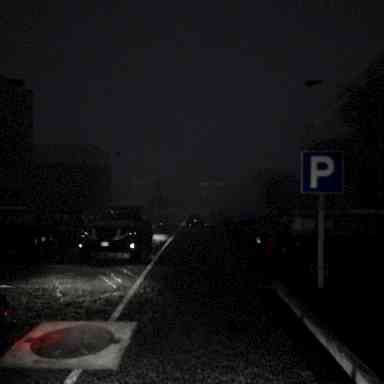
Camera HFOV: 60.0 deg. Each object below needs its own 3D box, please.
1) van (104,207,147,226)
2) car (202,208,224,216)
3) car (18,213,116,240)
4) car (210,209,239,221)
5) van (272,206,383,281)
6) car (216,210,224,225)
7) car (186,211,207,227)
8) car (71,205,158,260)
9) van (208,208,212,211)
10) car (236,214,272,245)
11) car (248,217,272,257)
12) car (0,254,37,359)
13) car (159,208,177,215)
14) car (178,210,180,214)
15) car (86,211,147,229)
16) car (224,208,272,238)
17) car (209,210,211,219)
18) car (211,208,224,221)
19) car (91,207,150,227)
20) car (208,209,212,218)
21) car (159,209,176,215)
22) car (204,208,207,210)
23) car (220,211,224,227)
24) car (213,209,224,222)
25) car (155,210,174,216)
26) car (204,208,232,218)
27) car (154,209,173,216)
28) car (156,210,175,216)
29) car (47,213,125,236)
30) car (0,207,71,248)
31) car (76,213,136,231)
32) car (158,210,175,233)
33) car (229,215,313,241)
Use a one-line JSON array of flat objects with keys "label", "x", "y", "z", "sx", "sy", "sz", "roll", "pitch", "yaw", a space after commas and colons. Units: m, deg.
[{"label": "van", "x": -7.435, "y": 2.727, "z": 37.458, "sx": 4.442, "sy": 1.987, "sz": 1.878, "roll": 0, "pitch": -3, "yaw": 1}, {"label": "car", "x": 5.480, "y": 5.327, "z": 87.832, "sx": 5.566, "sy": 2.045, "sz": 2.435, "roll": 0, "pitch": -3, "yaw": 1}, {"label": "car", "x": -7.669, "y": 2.109, "z": 20.849, "sx": 5.366, "sy": 1.575, "sz": 1.946, "roll": 0, "pitch": -3, "yaw": 1}, {"label": "car", "x": 5.208, "y": 3.759, "z": 54.347, "sx": 4.553, "sy": 1.767, "sz": 2.185, "roll": 0, "pitch": -3, "yaw": 1}, {"label": "van", "x": 4.856, "y": 1.468, "z": 9.733, "sx": 4.442, "sy": 1.987, "sz": 1.878, "roll": 0, "pitch": -2, "yaw": 1}, {"label": "car", "x": 5.115, "y": 2.611, "z": 29.228, "sx": 5.366, "sy": 1.575, "sz": 1.946, "roll": 0, "pitch": -3, "yaw": 1}, {"label": "car", "x": 0.352, "y": 3.039, "z": 36.539, "sx": 1.994, "sy": 1.385, "sz": 4.181, "roll": 0, "pitch": -3, "yaw": 1}, {"label": "car", "x": -2.965, "y": 1.562, "z": 14.194, "sx": 2.150, "sy": 2.045, "sz": 5.566, "roll": 0, "pitch": -3, "yaw": 0}, {"label": "van", "x": 5.007, "y": 3.376, "z": 48.772, "sx": 4.442, "sy": 1.987, "sz": 1.878, "roll": 0, "pitch": -3, "yaw": 1}, {"label": "car", "x": 4.792, "y": 1.914, "z": 15.339, "sx": 5.008, "sy": 1.535, "sz": 2.097, "roll": 0, "pitch": -3, "yaw": 0}, {"label": "car", "x": 4.794, "y": 1.821, "z": 12.509, "sx": 4.792, "sy": 1.488, "sz": 2.163, "roll": 0, "pitch": -2, "yaw": 1}, {"label": "car", "x": -3.242, "y": 1.548, "z": 1.889, "sx": 2.033, "sy": 1.411, "sz": 5.357, "roll": 0, "pitch": -1, "yaw": 3}, {"label": "car", "x": -6.949, "y": 4.746, "z": 77.846, "sx": 5.566, "sy": 2.045, "sz": 2.435, "roll": 0, "pitch": -3, "yaw": 1}, {"label": "car", "x": -6.756, "y": 5.883, "z": 95.313, "sx": 4.892, "sy": 1.521, "sz": 2.231, "roll": 0, "pitch": -3, "yaw": 1}, {"label": "car", "x": -7.188, "y": 2.676, "z": 31.995, "sx": 5.366, "sy": 1.575, "sz": 1.946, "roll": 0, "pitch": -3, "yaw": 1}, {"label": "car", "x": 4.793, "y": 1.797, "z": 18.083, "sx": 5.566, "sy": 2.045, "sz": 2.435, "roll": 0, "pitch": -3, "yaw": 1}, {"label": "car", "x": 5.061, "y": 3.320, "z": 43.180, "sx": 4.892, "sy": 1.521, "sz": 2.231, "roll": 0, "pitch": -3, "yaw": 1}, {"label": "car", "x": 5.008, "y": 3.053, "z": 40.398, "sx": 4.553, "sy": 1.767, "sz": 2.185, "roll": 0, "pitch": -3, "yaw": 1}, {"label": "car", "x": -7.374, "y": 2.561, "z": 34.671, "sx": 5.566, "sy": 2.045, "sz": 2.435, "roll": 0, "pitch": -3, "yaw": 1}, {"label": "car", "x": 5.101, "y": 3.462, "z": 45.970, "sx": 4.892, "sy": 1.521, "sz": 2.231, "roll": 0, "pitch": -3, "yaw": 1}, {"label": "car", "x": -6.808, "y": 5.614, "z": 92.511, "sx": 4.553, "sy": 1.767, "sz": 2.185, "roll": 0, "pitch": -3, "yaw": 1}, {"label": "car", "x": 5.257, "y": 4.323, "z": 65.506, "sx": 4.553, "sy": 1.767, "sz": 2.185, "roll": 0, "pitch": -3, "yaw": 1}, {"label": "car", "x": 4.931, "y": 2.502, "z": 26.438, "sx": 4.792, "sy": 1.488, "sz": 2.163, "roll": 0, "pitch": -3, "yaw": 1}, {"label": "car", "x": 5.170, "y": 2.894, "z": 34.808, "sx": 5.366, "sy": 1.575, "sz": 1.946, "roll": 0, "pitch": -3, "yaw": 1}, {"label": "car", "x": -6.863, "y": 5.328, "z": 83.574, "sx": 4.674, "sy": 1.452, "sz": 2.002, "roll": 0, "pitch": -3, "yaw": 1}, {"label": "car", "x": 5.344, "y": 4.339, "z": 68.303, "sx": 5.566, "sy": 2.045, "sz": 2.435, "roll": 0, "pitch": -3, "yaw": 1}, {"label": "car", "x": -6.862, "y": 5.014, "z": 80.648, "sx": 4.553, "sy": 1.767, "sz": 2.185, "roll": 0, "pitch": -3, "yaw": 1}, {"label": "car", "x": -6.833, "y": 5.483, "z": 86.633, "sx": 4.674, "sy": 1.452, "sz": 2.002, "roll": 0, "pitch": -3, "yaw": 1}, {"label": "car", "x": -7.427, "y": 2.284, "z": 23.633, "sx": 4.792, "sy": 1.488, "sz": 2.163, "roll": 0, "pitch": -3, "yaw": 1}, {"label": "car", "x": -7.480, "y": 1.841, "z": 17.938, "sx": 4.553, "sy": 1.767, "sz": 2.185, "roll": 0, "pitch": -3, "yaw": 1}, {"label": "car", "x": -7.400, "y": 2.570, "z": 29.082, "sx": 4.674, "sy": 1.452, "sz": 2.002, "roll": 0, "pitch": -3, "yaw": 1}, {"label": "car", "x": -2.830, "y": 2.463, "z": 26.951, "sx": 2.128, "sy": 1.511, "sz": 4.902, "roll": 0, "pitch": -3, "yaw": 1}, {"label": "car", "x": 4.818, "y": 2.219, "z": 20.859, "sx": 4.792, "sy": 1.488, "sz": 2.163, "roll": 0, "pitch": -3, "yaw": 1}]
